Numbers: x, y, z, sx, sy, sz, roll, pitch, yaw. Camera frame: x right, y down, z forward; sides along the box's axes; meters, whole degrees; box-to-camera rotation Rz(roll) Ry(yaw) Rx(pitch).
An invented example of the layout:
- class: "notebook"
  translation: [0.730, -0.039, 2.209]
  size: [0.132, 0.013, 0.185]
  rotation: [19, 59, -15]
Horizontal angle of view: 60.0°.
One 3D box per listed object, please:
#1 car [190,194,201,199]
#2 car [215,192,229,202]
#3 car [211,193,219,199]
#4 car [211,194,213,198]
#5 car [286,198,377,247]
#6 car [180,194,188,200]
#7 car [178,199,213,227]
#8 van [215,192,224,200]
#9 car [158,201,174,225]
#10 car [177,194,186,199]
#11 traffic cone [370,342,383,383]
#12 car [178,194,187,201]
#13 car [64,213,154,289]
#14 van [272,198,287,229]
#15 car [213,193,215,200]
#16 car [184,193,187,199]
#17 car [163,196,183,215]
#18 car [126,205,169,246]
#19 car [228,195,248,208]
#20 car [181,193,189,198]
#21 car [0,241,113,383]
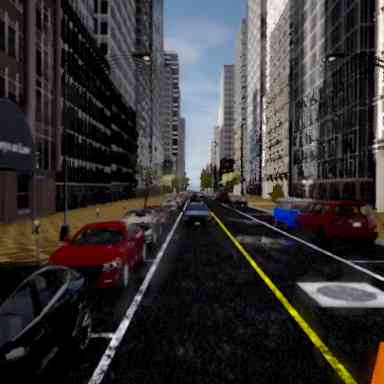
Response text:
- class: "car"
  translation: [0.597, 1.178, 62.550]
  size: [1.882, 1.535, 5.008]
  rotation: [0, 0, 0]
- class: "car"
  translation: [6.291, 1.023, 65.807]
  size: [2.192, 1.841, 5.009]
  rotation: [0, 0, 0]
- class: "car"
  translation: [6.404, 1.008, 94.225]
  size: [1.967, 1.590, 4.097]
  rotation: [0, 0, 0]
- class: "car"
  translation: [6.360, 1.065, 82.858]
  size: [1.967, 1.590, 4.097]
  rotation: [0, 0, 0]
- class: "car"
  translation: [6.089, 1.270, 14.655]
  size: [2.192, 1.841, 5.009]
  rotation: [0, 0, 0]
- class: "car"
  translation: [-2.021, 1.155, 82.892]
  size: [1.947, 1.339, 4.313]
  rotation: [0, 0, 0]
- class: "car"
  translation: [0.338, 1.442, 22.158]
  size: [2.033, 1.411, 5.357]
  rotation: [0, 0, 0]
- class: "van"
  translation: [6.337, 0.994, 77.174]
  size: [1.690, 1.788, 3.998]
  rotation: [0, 0, 0]
- class: "car"
  translation: [-2.267, 1.474, 20.373]
  size: [1.802, 1.307, 4.206]
  rotation: [0, 0, 0]
- class: "car"
  translation: [-2.177, 1.334, 43.106]
  size: [2.008, 1.369, 4.403]
  rotation: [0, 0, 0]
- class: "traffic cone"
  translation: [2.088, 1.946, 3.653]
  size: [0.340, 0.580, 0.340]
  rotation: [0, 0, 0]
- class: "car"
  translation: [-2.066, 1.172, 71.354]
  size: [1.752, 1.417, 4.829]
  rotation: [0, 0, 0]
- class: "car"
  translation: [-2.312, 1.491, 9.005]
  size: [1.887, 1.381, 4.507]
  rotation: [0, 0, 0]
- class: "van"
  translation: [6.112, 1.269, 20.339]
  size: [1.690, 1.788, 3.998]
  rotation: [0, 0, 0]
- class: "car"
  translation: [6.314, 0.996, 71.491]
  size: [2.192, 1.841, 5.009]
  rotation: [0, 0, 0]
- class: "car"
  translation: [-2.132, 1.310, 54.473]
  size: [1.802, 1.307, 4.206]
  rotation: [0, 0, 0]
- class: "car"
  translation: [-2.222, 1.389, 31.740]
  size: [2.008, 1.369, 4.403]
  rotation: [0, 0, 0]
- class: "car"
  translation: [-2.290, 1.470, 14.689]
  size: [2.008, 1.369, 4.403]
  rotation: [0, 0, 0]
- class: "car"
  translation: [6.203, 1.369, 43.073]
  size: [2.008, 1.369, 4.403]
  rotation: [0, 0, 0]
- class: "car"
  translation: [-1.975, 1.083, 94.259]
  size: [2.008, 1.369, 4.403]
  rotation: [0, 0, 0]
- class: "car"
  translation: [-2.334, 1.540, 3.322]
  size: [1.947, 1.339, 4.313]
  rotation: [0, 0, 0]
